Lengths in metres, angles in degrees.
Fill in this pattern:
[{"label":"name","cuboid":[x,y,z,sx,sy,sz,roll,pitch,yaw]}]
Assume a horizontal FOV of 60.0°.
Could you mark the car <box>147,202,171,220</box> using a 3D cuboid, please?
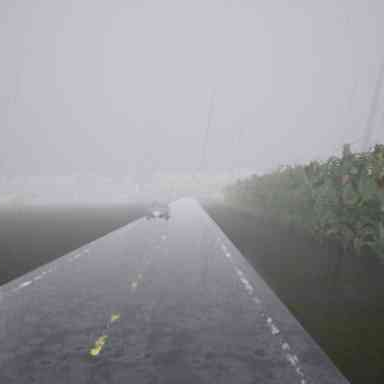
[{"label":"car","cuboid":[-2.867,1.651,29.505,2.128,1.511,4.902,0,0,0]}]
